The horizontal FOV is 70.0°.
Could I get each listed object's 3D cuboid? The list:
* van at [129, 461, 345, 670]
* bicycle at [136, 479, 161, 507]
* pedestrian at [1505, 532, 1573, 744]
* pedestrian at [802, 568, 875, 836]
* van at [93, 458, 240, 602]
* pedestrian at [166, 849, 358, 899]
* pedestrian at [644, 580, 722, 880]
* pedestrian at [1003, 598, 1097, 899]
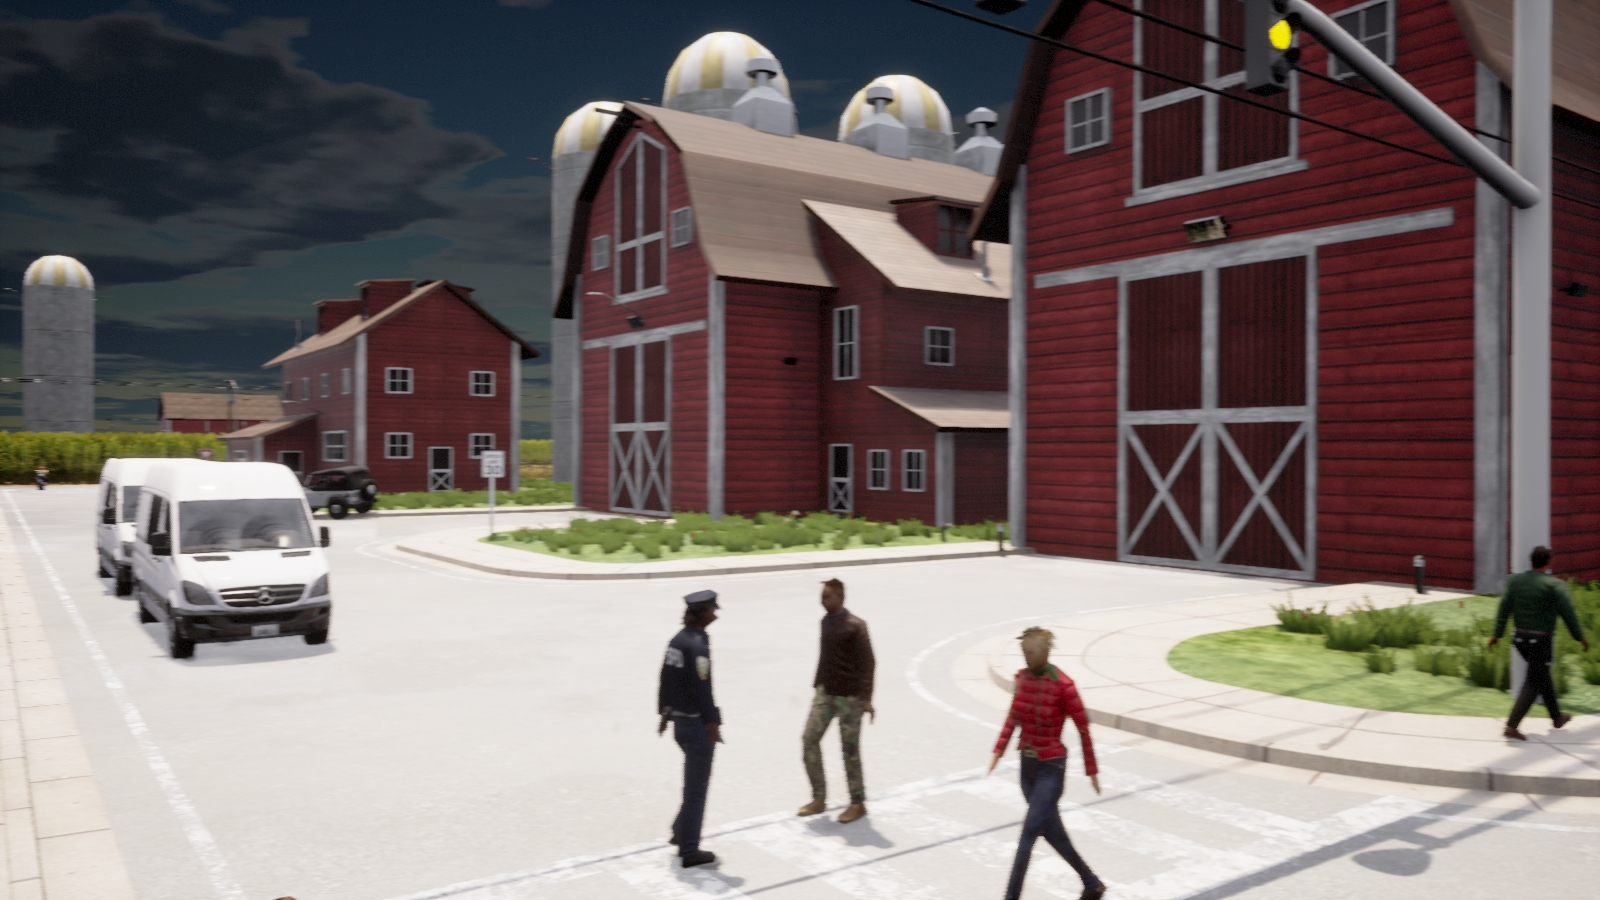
[{"bbox_3d":[-8.711,1.477,17.334,1.988,2.561,5.915,0,0,-36],"label":"van"},{"bbox_3d":[-31.117,2.025,54.566,0.859,1.276,1.487,0,0,-35],"label":"bicycle"},{"bbox_3d":[6.777,1.704,10.478,0.375,1.860,0.375,0,0,-25],"label":"pedestrian"},{"bbox_3d":[0.281,1.827,8.435,0.375,1.860,0.375,0,0,-41],"label":"pedestrian"},{"bbox_3d":[-13.211,1.464,23.611,1.988,2.561,5.915,0,0,-36],"label":"van"},{"bbox_3d":[-2.059,2.201,4.376,0.500,1.100,0.500,0,0,40],"label":"pedestrian"},{"bbox_3d":[-0.777,1.823,7.572,0.375,1.860,0.375,0,0,-33],"label":"pedestrian"},{"bbox_3d":[1.468,1.830,6.714,0.375,1.860,0.375,0,0,-34],"label":"pedestrian"}]
